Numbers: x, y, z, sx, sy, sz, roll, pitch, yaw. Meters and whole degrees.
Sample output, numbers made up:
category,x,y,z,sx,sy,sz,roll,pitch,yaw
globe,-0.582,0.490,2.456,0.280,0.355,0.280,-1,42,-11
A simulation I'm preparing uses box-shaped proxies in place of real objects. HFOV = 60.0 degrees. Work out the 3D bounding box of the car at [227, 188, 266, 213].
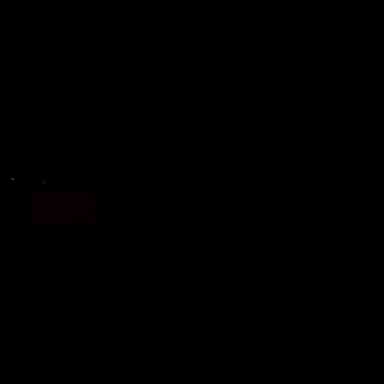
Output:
category,x,y,z,sx,sy,sz,roll,pitch,yaw
car,3.998,0.504,20.795,1.816,1.474,4.193,-4,-2,45
